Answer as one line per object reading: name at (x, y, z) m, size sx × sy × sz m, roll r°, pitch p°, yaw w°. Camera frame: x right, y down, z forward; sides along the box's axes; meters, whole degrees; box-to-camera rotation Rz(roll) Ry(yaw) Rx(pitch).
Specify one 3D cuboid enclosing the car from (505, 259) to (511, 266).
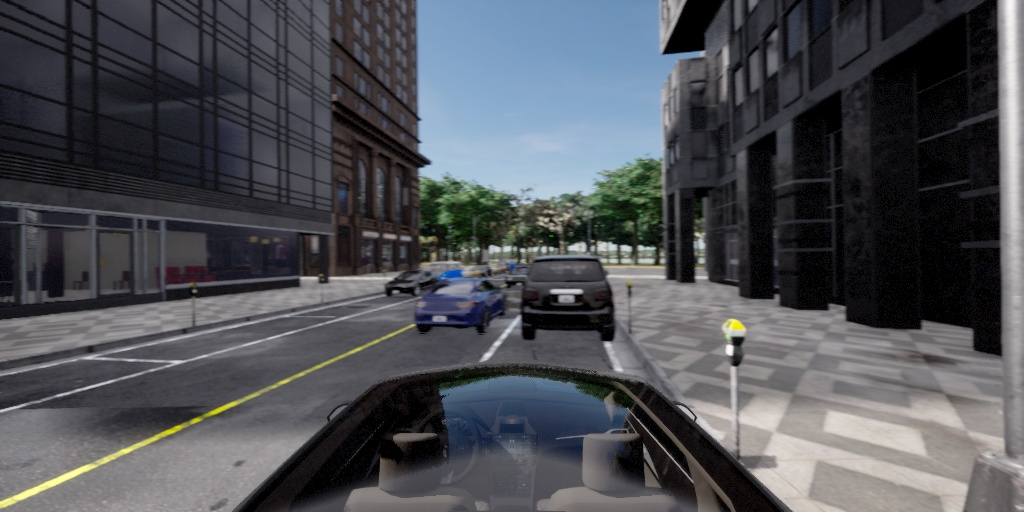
car at (-1.411, 1.471, 47.663) m, size 1.967 × 1.591 × 4.097 m, roll 0°, pitch 0°, yaw 9°

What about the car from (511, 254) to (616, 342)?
car at (1.554, 0.992, 10.087) m, size 2.150 × 2.045 × 5.566 m, roll -1°, pitch 0°, yaw 9°

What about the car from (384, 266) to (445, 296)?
car at (-5.697, 1.506, 20.816) m, size 1.948 × 1.339 × 4.313 m, roll 0°, pitch 0°, yaw 9°

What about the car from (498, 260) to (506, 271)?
car at (-2.295, 1.538, 42.127) m, size 1.751 × 1.417 × 4.829 m, roll 0°, pitch 0°, yaw 9°

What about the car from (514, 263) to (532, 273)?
car at (1.526, 1.594, 48.680) m, size 1.895 × 1.301 × 4.718 m, roll -1°, pitch 0°, yaw 9°

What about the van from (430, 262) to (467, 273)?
van at (-4.839, 1.299, 26.186) m, size 1.690 × 1.789 × 3.998 m, roll 0°, pitch 0°, yaw 9°

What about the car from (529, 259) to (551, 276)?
car at (3.206, 1.270, 40.120) m, size 2.097 × 1.767 × 4.553 m, roll -1°, pitch 0°, yaw 9°

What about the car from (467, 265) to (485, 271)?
car at (-4.009, 1.501, 31.388) m, size 1.751 × 1.417 × 4.829 m, roll 0°, pitch 0°, yaw 9°

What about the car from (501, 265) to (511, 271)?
car at (0.816, 1.464, 24.488) m, size 1.895 × 1.301 × 4.718 m, roll -1°, pitch 0°, yaw 9°

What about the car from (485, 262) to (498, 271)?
car at (-3.125, 1.560, 36.925) m, size 1.948 × 1.339 × 4.313 m, roll 0°, pitch 0°, yaw 9°

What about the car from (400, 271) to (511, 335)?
car at (-1.367, 1.346, 10.805) m, size 1.812 × 1.442 × 4.674 m, roll -1°, pitch -1°, yaw 9°
